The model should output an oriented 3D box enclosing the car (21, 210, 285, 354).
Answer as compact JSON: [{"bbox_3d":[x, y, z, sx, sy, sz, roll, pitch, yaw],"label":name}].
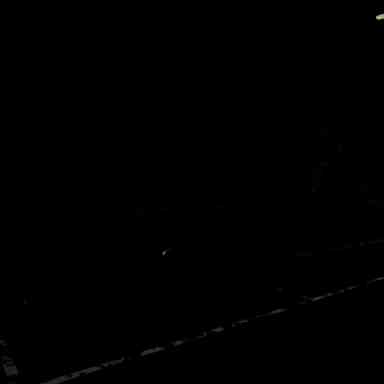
[{"bbox_3d":[-0.378,1.315,6.301,5.009,1.841,2.192,0,0,-36],"label":"car"}]
